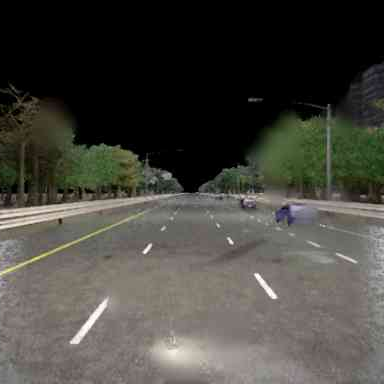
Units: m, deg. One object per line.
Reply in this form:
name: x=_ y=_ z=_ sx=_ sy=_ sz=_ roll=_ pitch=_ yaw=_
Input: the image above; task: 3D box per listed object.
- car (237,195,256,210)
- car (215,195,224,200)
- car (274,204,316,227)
car: x=7.054 y=1.524 z=42.699 sx=1.812 sy=1.442 sz=4.674 roll=0 pitch=0 yaw=0
car: x=7.272 y=1.451 z=92.113 sx=1.882 sy=1.535 sz=5.008 roll=0 pitch=0 yaw=5
car: x=7.017 y=1.529 z=22.863 sx=1.812 sy=1.442 sz=4.674 roll=0 pitch=0 yaw=0
